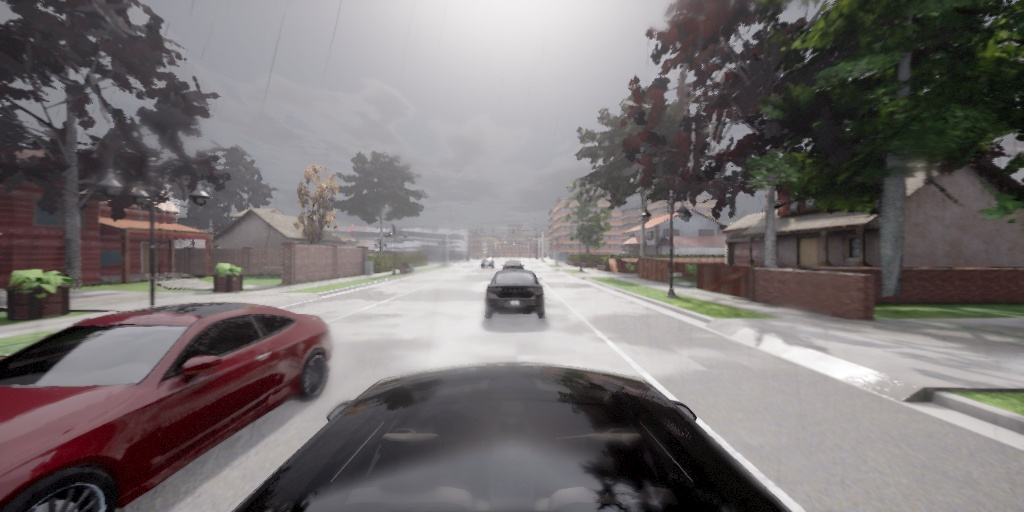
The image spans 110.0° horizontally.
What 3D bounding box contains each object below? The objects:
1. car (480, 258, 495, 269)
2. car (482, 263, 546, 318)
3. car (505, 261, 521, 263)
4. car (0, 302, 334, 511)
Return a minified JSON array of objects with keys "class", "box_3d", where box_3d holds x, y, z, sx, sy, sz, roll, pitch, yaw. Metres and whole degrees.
[{"class":"car","box_3d":[-3.511,1.025,52.296,2.128,1.511,4.902,0,0,0]},{"class":"car","box_3d":[0.100,1.201,12.826,1.882,1.535,5.008,0,0,0]},{"class":"car","box_3d":[0.098,1.140,31.454,1.837,1.490,4.892,0,0,0]},{"class":"car","box_3d":[-3.600,1.273,3.674,1.812,1.442,4.674,0,0,0]}]
